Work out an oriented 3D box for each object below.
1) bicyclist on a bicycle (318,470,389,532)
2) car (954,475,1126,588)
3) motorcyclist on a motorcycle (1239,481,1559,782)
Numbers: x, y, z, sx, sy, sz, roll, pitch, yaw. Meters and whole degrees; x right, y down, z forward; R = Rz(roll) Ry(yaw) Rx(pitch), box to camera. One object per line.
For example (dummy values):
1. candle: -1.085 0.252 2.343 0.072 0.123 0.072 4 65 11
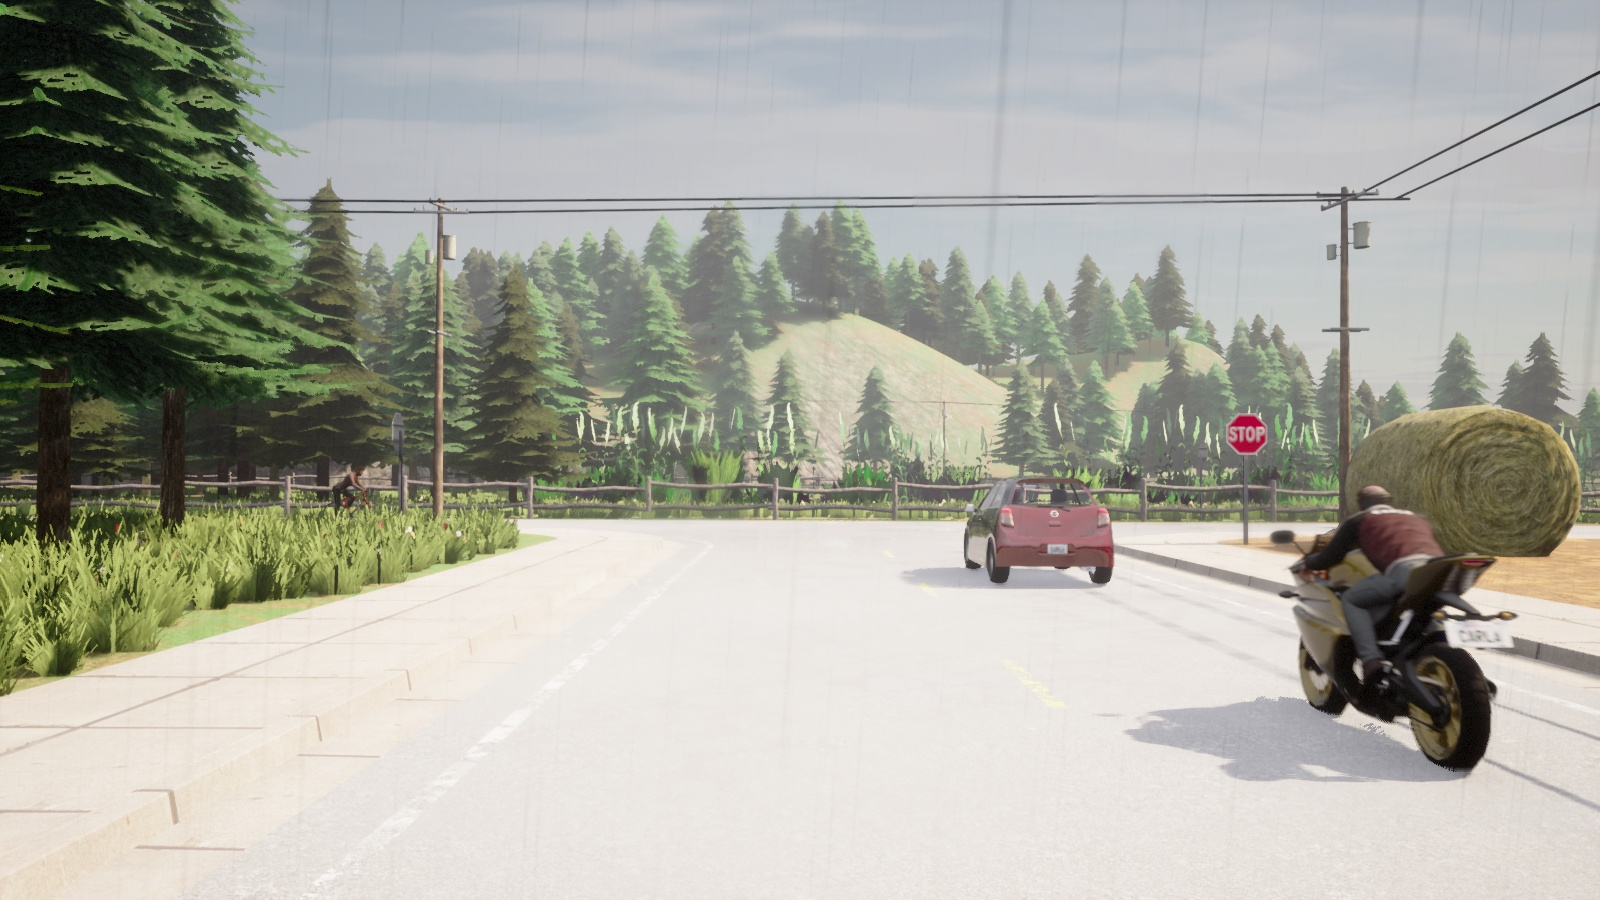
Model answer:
1. bicyclist on a bicycle: -11.723 1.333 32.986 1.656 1.620 0.582 0 -1 3
2. car: 3.449 1.129 18.684 1.845 1.501 3.633 0 -1 0
3. motorcyclist on a motorcycle: 3.479 0.963 7.587 0.866 1.530 2.191 0 -1 0
